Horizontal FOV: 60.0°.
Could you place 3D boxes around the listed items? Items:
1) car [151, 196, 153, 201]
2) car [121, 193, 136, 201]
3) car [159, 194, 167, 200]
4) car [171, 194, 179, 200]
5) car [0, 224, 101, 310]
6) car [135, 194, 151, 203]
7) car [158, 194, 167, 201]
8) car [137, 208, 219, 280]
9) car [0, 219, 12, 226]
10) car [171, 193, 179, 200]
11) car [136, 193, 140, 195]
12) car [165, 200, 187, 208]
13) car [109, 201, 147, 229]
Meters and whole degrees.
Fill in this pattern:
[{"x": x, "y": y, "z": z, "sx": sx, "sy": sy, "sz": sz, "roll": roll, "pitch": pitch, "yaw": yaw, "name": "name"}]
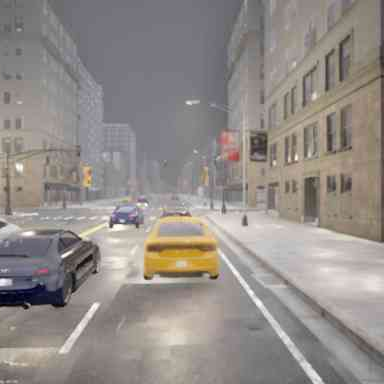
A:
[{"x": -10.704, "y": 1.538, "z": 82.807, "sx": 2.033, "sy": 1.411, "sz": 5.357, "roll": 0, "pitch": 0, "yaw": -3, "name": "car"}, {"x": -13.158, "y": 1.492, "z": 67.204, "sx": 1.882, "sy": 1.535, "sz": 5.008, "roll": 0, "pitch": 0, "yaw": -3, "name": "car"}, {"x": -7.963, "y": 1.407, "z": 92.813, "sx": 2.033, "sy": 1.411, "sz": 5.357, "roll": 0, "pitch": 0, "yaw": -3, "name": "car"}, {"x": -4.202, "y": 1.349, "z": 82.960, "sx": 2.097, "sy": 1.767, "sz": 4.553, "roll": 0, "pitch": 0, "yaw": -3, "name": "car"}, {"x": -3.484, "y": 1.566, "z": 7.863, "sx": 1.994, "sy": 1.385, "sz": 4.181, "roll": 0, "pitch": 0, "yaw": -4, "name": "car"}, {"x": -9.914, "y": 1.608, "z": 67.409, "sx": 1.895, "sy": 1.301, "sz": 4.718, "roll": 0, "pitch": 0, "yaw": -3, "name": "car"}, {"x": -7.447, "y": 1.354, "z": 82.793, "sx": 2.097, "sy": 1.767, "sz": 4.553, "roll": 0, "pitch": 0, "yaw": -3, "name": "car"}, {"x": -0.352, "y": 1.475, "z": 9.989, "sx": 1.882, "sy": 1.535, "sz": 5.008, "roll": 0, "pitch": 0, "yaw": -3, "name": "car"}, {"x": -7.083, "y": 1.532, "z": 10.535, "sx": 1.812, "sy": 1.442, "sz": 4.674, "roll": 0, "pitch": 0, "yaw": -3, "name": "car"}, {"x": -4.716, "y": 1.218, "z": 92.950, "sx": 2.097, "sy": 1.767, "sz": 4.553, "roll": 0, "pitch": 0, "yaw": -3, "name": "car"}, {"x": -13.947, "y": 1.228, "z": 82.584, "sx": 2.150, "sy": 2.045, "sz": 5.566, "roll": 0, "pitch": 0, "yaw": -3, "name": "car"}, {"x": -0.990, "y": 1.502, "z": 20.468, "sx": 1.837, "sy": 1.490, "sz": 4.892, "roll": 0, "pitch": 0, "yaw": -3, "name": "car"}, {"x": -4.211, "y": 1.528, "z": 21.770, "sx": 1.812, "sy": 1.442, "sz": 4.674, "roll": 0, "pitch": 0, "yaw": -3, "name": "car"}]
